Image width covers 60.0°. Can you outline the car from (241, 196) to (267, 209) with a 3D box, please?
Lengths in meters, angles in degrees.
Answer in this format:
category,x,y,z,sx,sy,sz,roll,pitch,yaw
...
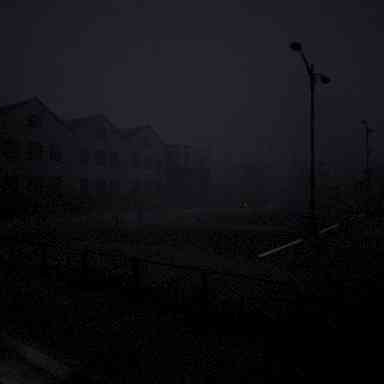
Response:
category,x,y,z,sx,sy,sz,roll,pitch,yaw
car,7.975,1.313,42.816,1.837,1.490,4.892,0,0,35

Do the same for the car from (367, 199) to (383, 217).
category,x,y,z,sx,sy,sz,roll,pitch,yaw
car,15.420,1.298,26.809,2.007,1.523,4.514,0,0,35
